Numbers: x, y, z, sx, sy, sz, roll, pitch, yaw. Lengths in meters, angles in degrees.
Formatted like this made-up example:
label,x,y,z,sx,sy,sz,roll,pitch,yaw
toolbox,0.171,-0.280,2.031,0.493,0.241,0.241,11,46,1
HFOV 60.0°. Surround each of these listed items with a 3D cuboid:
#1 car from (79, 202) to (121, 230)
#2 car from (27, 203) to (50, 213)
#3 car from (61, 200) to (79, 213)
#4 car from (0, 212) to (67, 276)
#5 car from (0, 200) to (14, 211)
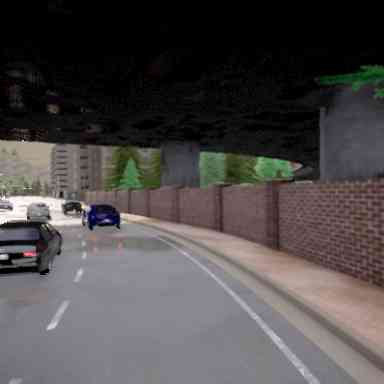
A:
label,x,y,z,sx,sy,sz,roll,pitch,yaw
car,-6.029,1.547,21.853,1.882,1.535,5.008,-1,0,-24
car,-14.022,1.695,30.412,1.812,1.442,4.674,-1,0,-26
car,-13.452,1.664,37.196,1.837,1.490,4.892,-1,0,-26
car,-5.208,1.611,10.363,2.033,1.411,5.357,-1,0,-16
car,-25.223,1.835,44.930,1.812,1.442,4.674,-1,0,-26
